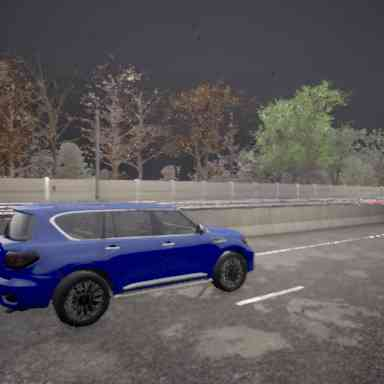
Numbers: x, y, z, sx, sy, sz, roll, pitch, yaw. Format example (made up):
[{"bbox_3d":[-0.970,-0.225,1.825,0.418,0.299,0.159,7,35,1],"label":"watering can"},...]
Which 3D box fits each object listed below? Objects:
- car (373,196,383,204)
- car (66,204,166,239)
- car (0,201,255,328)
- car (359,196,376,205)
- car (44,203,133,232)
[{"bbox_3d":[27.210,1.633,44.871,5.357,1.411,2.033,0,0,-35],"label":"car"},{"bbox_3d":[-4.069,1.485,18.286,5.008,1.535,1.882,0,0,-35],"label":"car"},{"bbox_3d":[-1.139,1.225,7.237,5.566,2.045,2.150,0,0,-36],"label":"car"},{"bbox_3d":[26.490,1.442,48.639,4.553,1.767,2.097,0,0,-35],"label":"car"},{"bbox_3d":[-6.438,1.498,20.895,4.902,1.511,2.128,0,0,-36],"label":"car"}]
